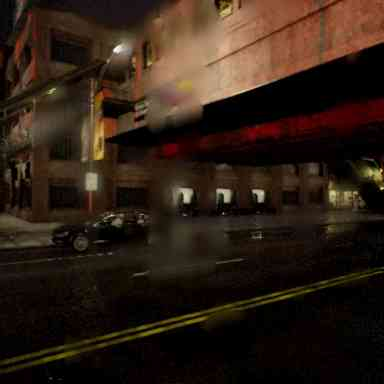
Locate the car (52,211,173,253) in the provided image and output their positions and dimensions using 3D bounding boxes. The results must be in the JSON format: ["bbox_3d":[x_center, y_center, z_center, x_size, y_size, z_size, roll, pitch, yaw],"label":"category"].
[{"bbox_3d":[-3.195,1.542,13.877,4.892,1.521,2.231,1,0,-26],"label":"car"}]
